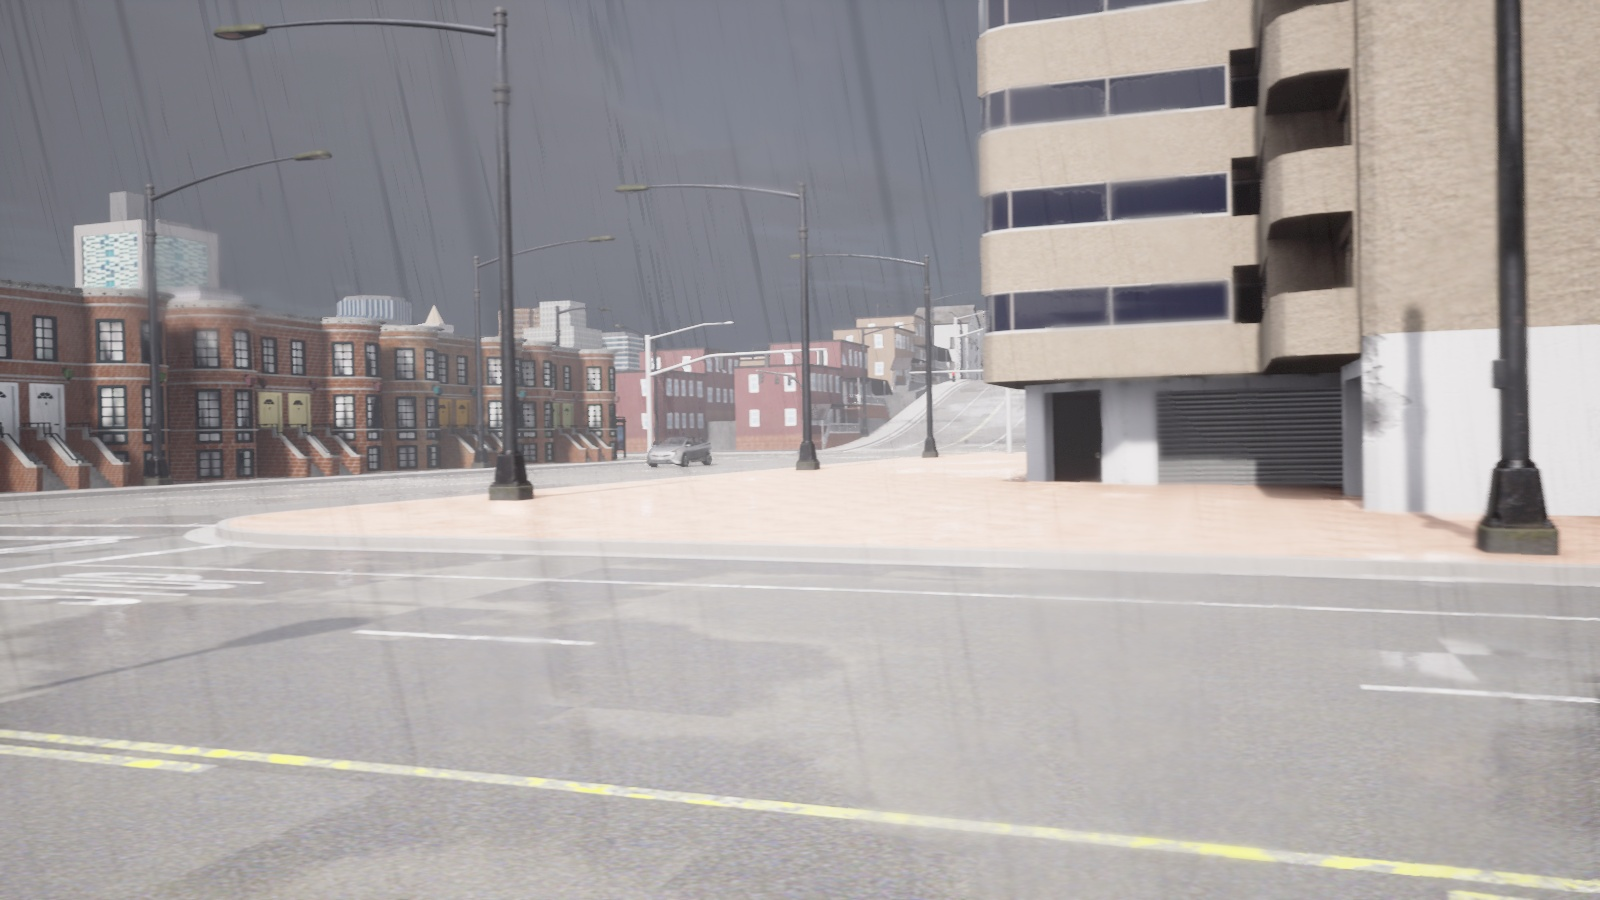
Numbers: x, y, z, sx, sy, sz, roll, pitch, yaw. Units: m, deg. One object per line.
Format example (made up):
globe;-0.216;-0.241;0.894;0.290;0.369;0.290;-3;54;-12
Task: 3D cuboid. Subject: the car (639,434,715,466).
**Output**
car;-6.051;-0.009;62.427;2.007;1.525;4.514;-1;1;20
